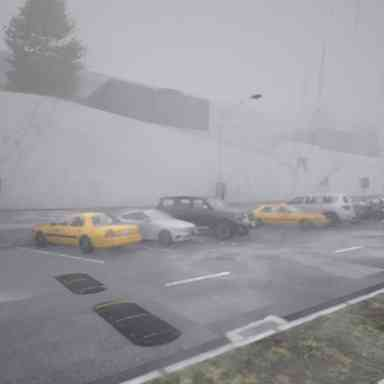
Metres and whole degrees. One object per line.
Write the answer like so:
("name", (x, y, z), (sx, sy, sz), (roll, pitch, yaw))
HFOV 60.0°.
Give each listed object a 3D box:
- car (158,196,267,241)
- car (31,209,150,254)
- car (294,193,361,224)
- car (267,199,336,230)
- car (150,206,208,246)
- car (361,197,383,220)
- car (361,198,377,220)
("car", (0.580, 1.224, 16.978), (5.566, 2.045, 2.435), (-1, -1, 34))
("car", (-4.485, 1.501, 13.588), (5.366, 1.575, 1.946), (-1, 0, 34))
("car", (7.850, 1.143, 22.250), (5.566, 2.045, 2.435), (-1, 0, 34))
("car", (5.589, 1.419, 20.383), (5.366, 1.575, 1.946), (-1, -1, 34))
("car", (-1.889, 1.528, 15.242), (4.674, 1.452, 2.002), (-1, -1, 34))
("car", (12.764, 1.360, 25.739), (4.674, 1.452, 2.002), (-1, -1, 34))
("car", (10.292, 1.387, 23.996), (4.792, 1.488, 2.163), (-1, 0, 34))
